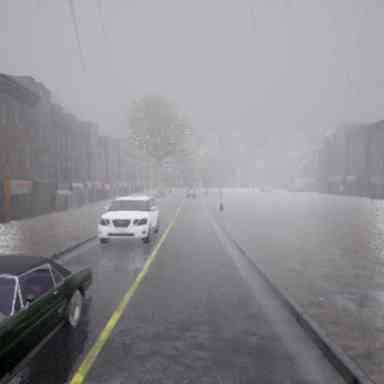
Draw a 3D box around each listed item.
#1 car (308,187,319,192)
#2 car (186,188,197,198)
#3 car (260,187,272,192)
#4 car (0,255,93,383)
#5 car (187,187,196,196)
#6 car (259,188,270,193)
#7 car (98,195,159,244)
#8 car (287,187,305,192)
[{"bbox_3d":[31.653,-0.608,84.401,4.313,1.339,1.947,-1,1,0],"label":"car"},{"bbox_3d":[-0.126,0.467,65.445,1.812,1.442,4.674,0,2,0],"label":"car"},{"bbox_3d":[18.623,-0.604,82.649,1.802,1.307,4.206,0,1,0],"label":"car"},{"bbox_3d":[-2.856,1.617,4.256,1.895,1.301,4.718,0,0,0],"label":"car"},{"bbox_3d":[-0.147,-0.158,75.701,2.097,1.767,4.553,0,2,0],"label":"car"},{"bbox_3d":[18.629,-0.475,85.575,1.947,1.339,4.313,0,1,0],"label":"car"},{"bbox_3d":[-2.868,1.219,16.271,2.150,2.045,5.566,0,1,0],"label":"car"},{"bbox_3d":[26.390,-0.535,84.392,4.206,1.307,1.802,-1,1,0],"label":"car"}]
